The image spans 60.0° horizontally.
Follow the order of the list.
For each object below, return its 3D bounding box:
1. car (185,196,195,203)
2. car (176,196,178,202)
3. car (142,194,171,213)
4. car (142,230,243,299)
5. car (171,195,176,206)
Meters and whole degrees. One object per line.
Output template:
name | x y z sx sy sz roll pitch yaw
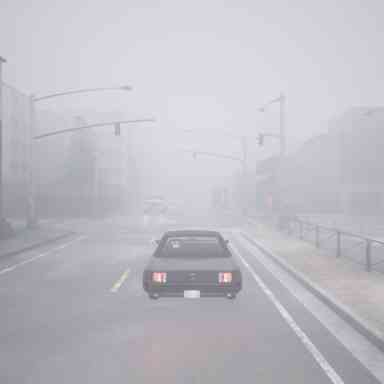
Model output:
car | -0.433 1.490 66.649 2.128 1.511 4.902 0 0 0
car | -3.951 1.391 69.397 1.837 1.490 4.892 0 0 0
car | -3.988 1.220 36.862 2.150 2.045 5.566 0 0 2
car | 0.012 1.601 8.367 1.895 1.301 4.718 0 0 0
car | -3.936 1.524 53.820 1.812 1.442 4.674 0 0 0
